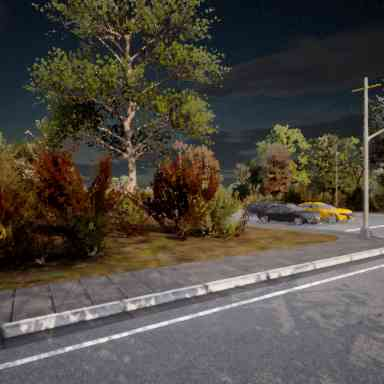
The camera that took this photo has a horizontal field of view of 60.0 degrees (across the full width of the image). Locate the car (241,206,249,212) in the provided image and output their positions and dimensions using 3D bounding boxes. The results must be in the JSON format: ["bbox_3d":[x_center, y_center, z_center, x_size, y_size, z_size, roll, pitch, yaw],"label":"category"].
[{"bbox_3d":[7.371,1.717,35.112,1.812,1.442,4.674,0,-1,-41],"label":"car"}]

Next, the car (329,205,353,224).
[{"bbox_3d":[9.974,1.555,26.117,1.882,1.535,5.008,0,-1,-38],"label":"car"}]

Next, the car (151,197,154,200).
[{"bbox_3d":[-4.351,1.673,42.098,5.566,2.045,2.150,-2,-1,44],"label":"car"}]

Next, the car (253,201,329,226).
[{"bbox_3d":[7.002,1.585,24.232,1.837,1.490,4.892,0,0,-39],"label":"car"}]
